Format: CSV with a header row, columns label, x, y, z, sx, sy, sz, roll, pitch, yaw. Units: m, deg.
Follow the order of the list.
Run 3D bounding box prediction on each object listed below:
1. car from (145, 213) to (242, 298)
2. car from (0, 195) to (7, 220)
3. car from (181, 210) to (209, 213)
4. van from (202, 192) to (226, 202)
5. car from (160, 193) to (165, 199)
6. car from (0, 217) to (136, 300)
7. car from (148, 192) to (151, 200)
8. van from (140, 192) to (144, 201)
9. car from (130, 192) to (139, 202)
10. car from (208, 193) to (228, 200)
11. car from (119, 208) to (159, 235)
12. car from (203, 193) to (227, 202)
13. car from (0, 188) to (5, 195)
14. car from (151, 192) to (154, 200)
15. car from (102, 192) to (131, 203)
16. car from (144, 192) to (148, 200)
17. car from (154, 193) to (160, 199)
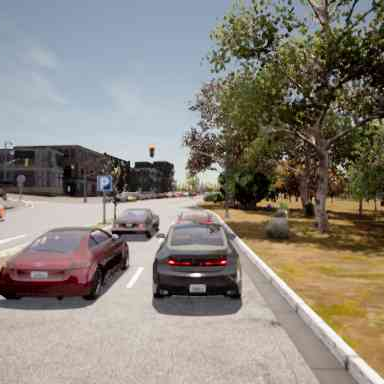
label,x,y,z,sx,sy,sz,roll,pitch,yaw
car,0.107,1.510,8.481,1.837,1.490,4.892,0,0,0
car,-16.632,1.390,24.997,4.553,1.767,2.185,-1,0,-19
car,0.156,1.616,17.749,1.895,1.301,4.718,0,0,0
van,4.272,1.008,65.402,4.442,1.987,1.878,1,0,-14
car,-11.018,1.017,89.745,5.566,2.045,2.435,-1,0,-12
car,-2.903,1.569,8.434,1.994,1.385,4.181,0,0,1
car,-12.654,1.318,77.755,4.674,1.452,2.002,-1,0,-13
van,-13.253,1.055,71.788,4.442,1.987,1.878,-1,0,-14
car,-13.811,1.281,65.796,5.366,1.575,1.946,-1,0,-15
car,6.443,1.085,83.071,4.553,1.767,2.185,1,0,-12
car,-2.847,1.563,17.654,2.033,1.411,5.357,0,0,1
car,4.655,1.105,68.371,4.553,1.767,2.185,1,0,-14
car,-31.174,0.109,53.669,2.002,1.452,4.674,6,-3,-19
car,-12.282,1.316,80.756,4.674,1.452,2.002,-1,0,-13
car,-14.455,1.325,62.804,4.792,1.488,2.163,-1,0,-15
car,-13.026,1.282,74.759,4.892,1.521,2.231,-1,0,-14
car,-11.468,1.311,86.739,4.674,1.452,2.002,-1,0,-12
